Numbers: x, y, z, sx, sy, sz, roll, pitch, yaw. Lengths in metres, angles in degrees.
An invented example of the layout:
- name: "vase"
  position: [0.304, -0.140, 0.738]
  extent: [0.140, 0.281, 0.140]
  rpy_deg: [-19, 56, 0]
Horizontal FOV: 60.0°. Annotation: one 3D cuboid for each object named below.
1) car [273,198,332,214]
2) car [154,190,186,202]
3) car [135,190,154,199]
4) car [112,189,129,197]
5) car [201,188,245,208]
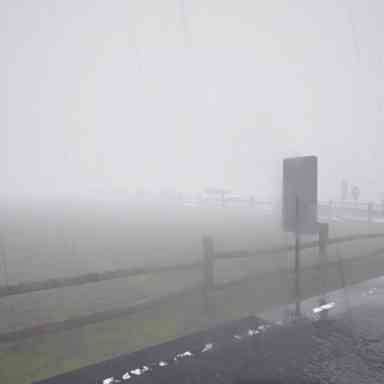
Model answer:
- name: "car"
  position: [9.030, 1.086, 27.425]
  extent: [1.882, 1.535, 5.008]
  rpy_deg: [1, 1, -35]
- name: "car"
  position: [-2.728, 0.488, 44.194]
  extent: [2.097, 1.767, 4.553]
  rpy_deg: [1, 1, -35]
- name: "car"
  position: [-8.063, 0.342, 56.899]
  extent: [1.882, 1.535, 5.008]
  rpy_deg: [1, 1, -35]
- name: "car"
  position: [-14.084, 0.120, 65.464]
  extent: [2.128, 1.511, 4.902]
  rpy_deg: [1, 1, -35]
- name: "car"
  position: [3.203, 0.594, 35.734]
  extent: [2.150, 2.045, 5.566]
  rpy_deg: [1, 1, -35]
